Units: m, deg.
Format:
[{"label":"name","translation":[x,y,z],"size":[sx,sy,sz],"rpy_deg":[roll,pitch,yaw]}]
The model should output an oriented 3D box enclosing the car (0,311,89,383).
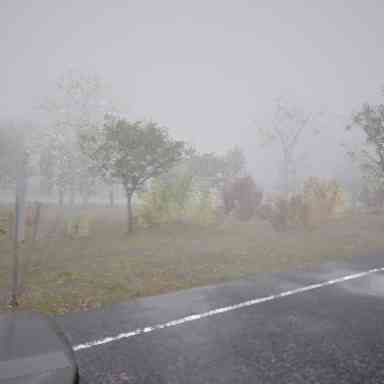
[{"label":"car","translation":[-3.273,1.532,1.656],"size":[5.357,1.411,2.033],"rpy_deg":[1,0,-35]}]
